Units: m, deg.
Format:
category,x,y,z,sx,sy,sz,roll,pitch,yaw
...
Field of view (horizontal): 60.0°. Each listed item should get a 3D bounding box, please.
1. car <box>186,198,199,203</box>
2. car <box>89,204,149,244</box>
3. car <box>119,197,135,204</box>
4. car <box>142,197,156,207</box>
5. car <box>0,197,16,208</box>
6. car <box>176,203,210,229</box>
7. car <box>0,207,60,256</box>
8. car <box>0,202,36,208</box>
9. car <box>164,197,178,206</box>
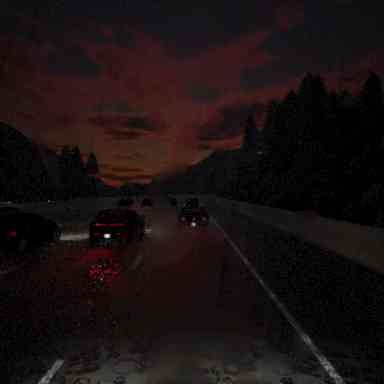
category,x,y,z,sx,sy,sz,roll,pitch,yaw
car,0.095,1.596,53.369,1.994,1.385,4.181,0,0,0
car,-3.401,1.513,15.748,1.837,1.490,4.892,0,0,0
car,-10.405,1.522,53.159,2.128,1.511,4.902,0,0,0
car,-6.905,1.537,53.531,1.837,1.490,4.892,0,0,0
car,-28.045,1.534,48.666,1.837,1.490,4.892,0,0,1
car,0.097,1.613,21.599,1.895,1.301,4.718,0,0,0
car,-6.901,1.511,13.167,1.837,1.490,4.892,0,0,0
car,-10.401,1.487,18.147,1.882,1.535,5.008,0,0,0
car,-3.405,1.537,53.828,1.837,1.490,4.892,0,0,0
